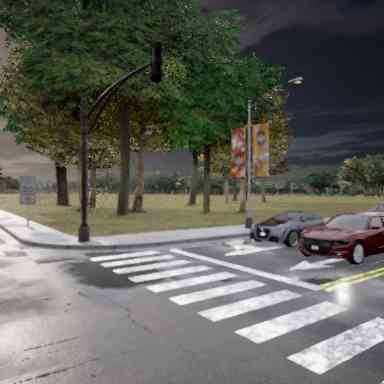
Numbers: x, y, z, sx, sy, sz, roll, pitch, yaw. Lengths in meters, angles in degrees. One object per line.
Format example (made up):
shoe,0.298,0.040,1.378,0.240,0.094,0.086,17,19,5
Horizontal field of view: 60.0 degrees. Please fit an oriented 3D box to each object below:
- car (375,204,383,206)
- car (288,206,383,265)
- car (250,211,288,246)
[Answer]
car,11.845,1.479,20.097,4.902,1.511,2.128,0,0,-35
car,5.887,1.469,11.867,5.008,1.535,1.882,0,0,-36
car,4.578,1.555,14.924,4.181,1.385,1.994,0,0,-35
